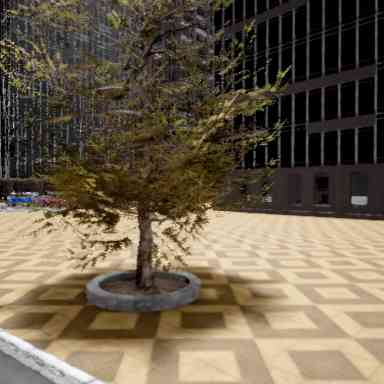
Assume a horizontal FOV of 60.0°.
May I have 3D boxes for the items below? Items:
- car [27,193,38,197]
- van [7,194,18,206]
[{"bbox_3d":[-17.439,1.150,40.760,1.967,1.590,4.097,1,1,44],"label":"car"},{"bbox_3d":[-23.646,0.987,46.745,1.690,1.788,3.998,1,1,44],"label":"van"}]
